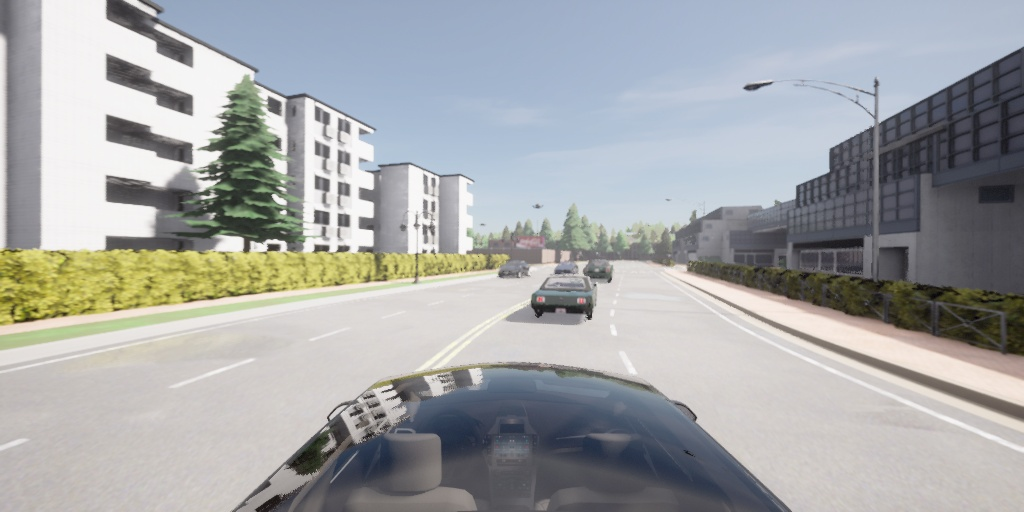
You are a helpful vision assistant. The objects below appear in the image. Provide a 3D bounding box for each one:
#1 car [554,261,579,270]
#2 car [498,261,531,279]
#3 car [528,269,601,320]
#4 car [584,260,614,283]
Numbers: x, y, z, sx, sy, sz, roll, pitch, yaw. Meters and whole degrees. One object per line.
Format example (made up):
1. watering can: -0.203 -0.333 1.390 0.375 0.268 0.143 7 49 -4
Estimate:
1. car: 5.577 1.236 36.266 2.033 1.411 5.357 0 0 18
2. car: 0.277 1.178 31.315 1.837 1.490 4.892 0 0 18
3. car: 2.030 1.333 12.726 1.895 1.301 4.718 0 0 15
4. car: 6.852 1.070 28.223 2.097 1.767 4.553 0 0 18
